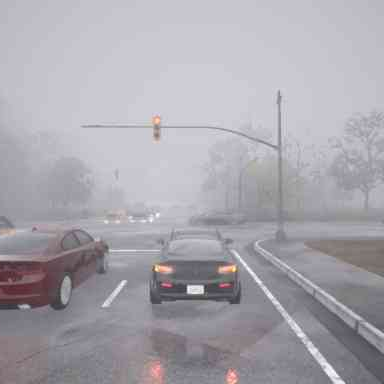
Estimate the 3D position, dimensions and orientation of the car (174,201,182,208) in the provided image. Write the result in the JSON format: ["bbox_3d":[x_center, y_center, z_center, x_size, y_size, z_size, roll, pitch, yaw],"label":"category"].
[{"bbox_3d":[-3.712,3.214,86.815,1.812,1.442,4.674,0,0,-3],"label":"car"}]

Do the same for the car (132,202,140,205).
[{"bbox_3d":[-10.655,3.097,55.829,2.097,1.767,4.553,0,-1,0],"label":"car"}]

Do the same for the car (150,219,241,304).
[{"bbox_3d":[0.070,1.605,8.191,1.812,1.442,4.674,0,-1,0],"label":"car"}]

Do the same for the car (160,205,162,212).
[{"bbox_3d":[-7.107,3.300,66.630,2.128,1.511,4.902,0,0,1],"label":"car"}]

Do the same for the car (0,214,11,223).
[{"bbox_3d":[-6.896,1.458,9.602,2.097,1.767,4.553,0,-1,3],"label":"car"}]

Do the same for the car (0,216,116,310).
[{"bbox_3d":[-3.427,1.555,8.048,1.882,1.535,5.008,0,-1,0],"label":"car"}]

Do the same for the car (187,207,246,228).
[{"bbox_3d":[2.172,2.298,28.521,4.902,1.511,2.128,0,-2,0],"label":"car"}]

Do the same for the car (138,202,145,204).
[{"bbox_3d":[-10.607,3.030,66.489,2.150,2.045,5.566,0,0,0],"label":"car"}]

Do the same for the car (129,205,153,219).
[{"bbox_3d":[-7.147,3.029,47.103,1.882,1.535,5.008,0,-2,1],"label":"car"}]

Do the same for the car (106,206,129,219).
[{"bbox_3d":[-10.657,3.025,46.969,1.882,1.535,5.008,0,-2,0],"label":"car"}]

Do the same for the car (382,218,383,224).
[{"bbox_3d":[19.037,2.345,28.860,4.674,1.442,1.812,0,-2,-3],"label":"car"}]

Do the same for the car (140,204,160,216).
[{"bbox_3d":[-7.157,3.247,56.573,2.128,1.511,4.902,0,-1,0],"label":"car"}]

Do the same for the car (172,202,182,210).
[{"bbox_3d":[-3.598,3.345,76.904,1.895,1.301,4.718,0,0,0],"label":"car"}]

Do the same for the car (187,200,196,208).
[{"bbox_3d":[-0.099,3.293,77.203,1.994,1.385,4.181,0,0,0],"label":"car"}]

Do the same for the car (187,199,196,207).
[{"bbox_3d":[-0.204,2.881,86.937,2.097,1.767,4.553,0,0,-3],"label":"car"}]
